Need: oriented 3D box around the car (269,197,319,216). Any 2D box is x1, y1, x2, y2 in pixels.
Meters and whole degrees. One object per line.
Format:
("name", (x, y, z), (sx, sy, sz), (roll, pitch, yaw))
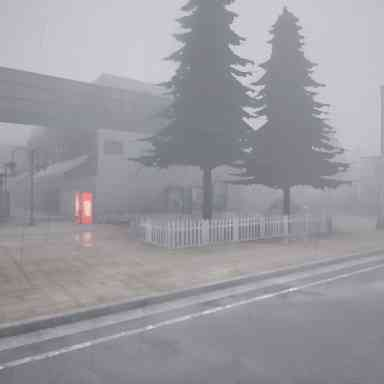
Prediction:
("car", (9.373, 1.335, 30.730), (2.097, 1.767, 4.553), (0, 0, -34))
